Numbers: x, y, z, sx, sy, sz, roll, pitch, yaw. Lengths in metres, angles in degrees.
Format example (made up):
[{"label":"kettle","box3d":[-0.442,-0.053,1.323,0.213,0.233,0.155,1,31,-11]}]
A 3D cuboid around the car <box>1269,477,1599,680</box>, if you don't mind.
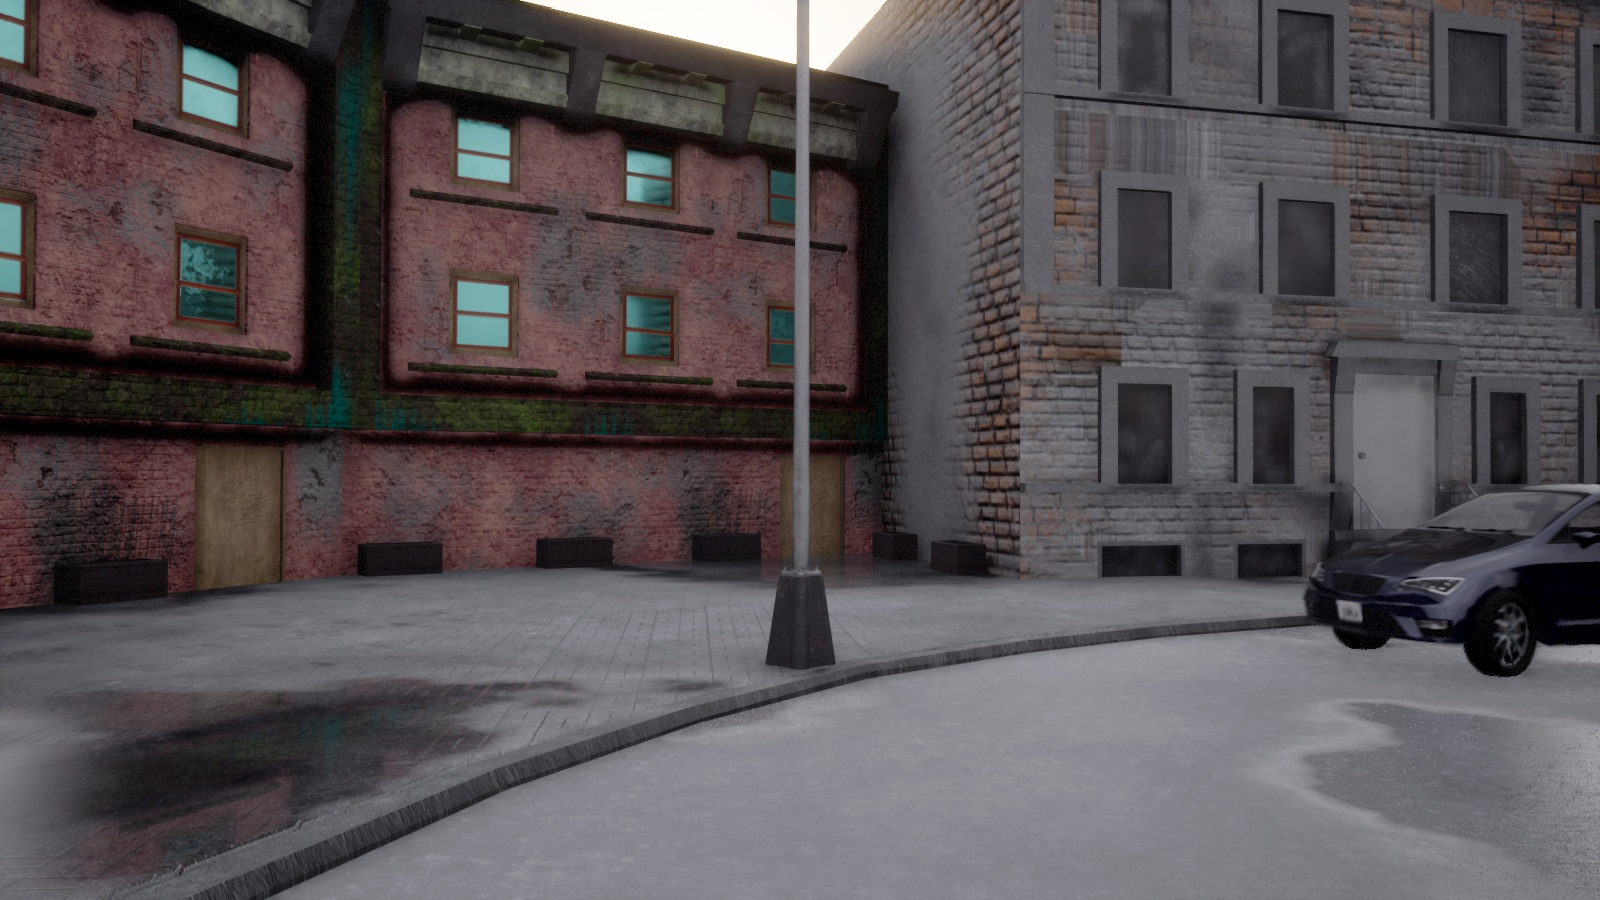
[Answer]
[{"label":"car","box3d":[6.403,0.980,10.768,4.193,1.474,1.816,0,-1,-17]}]
